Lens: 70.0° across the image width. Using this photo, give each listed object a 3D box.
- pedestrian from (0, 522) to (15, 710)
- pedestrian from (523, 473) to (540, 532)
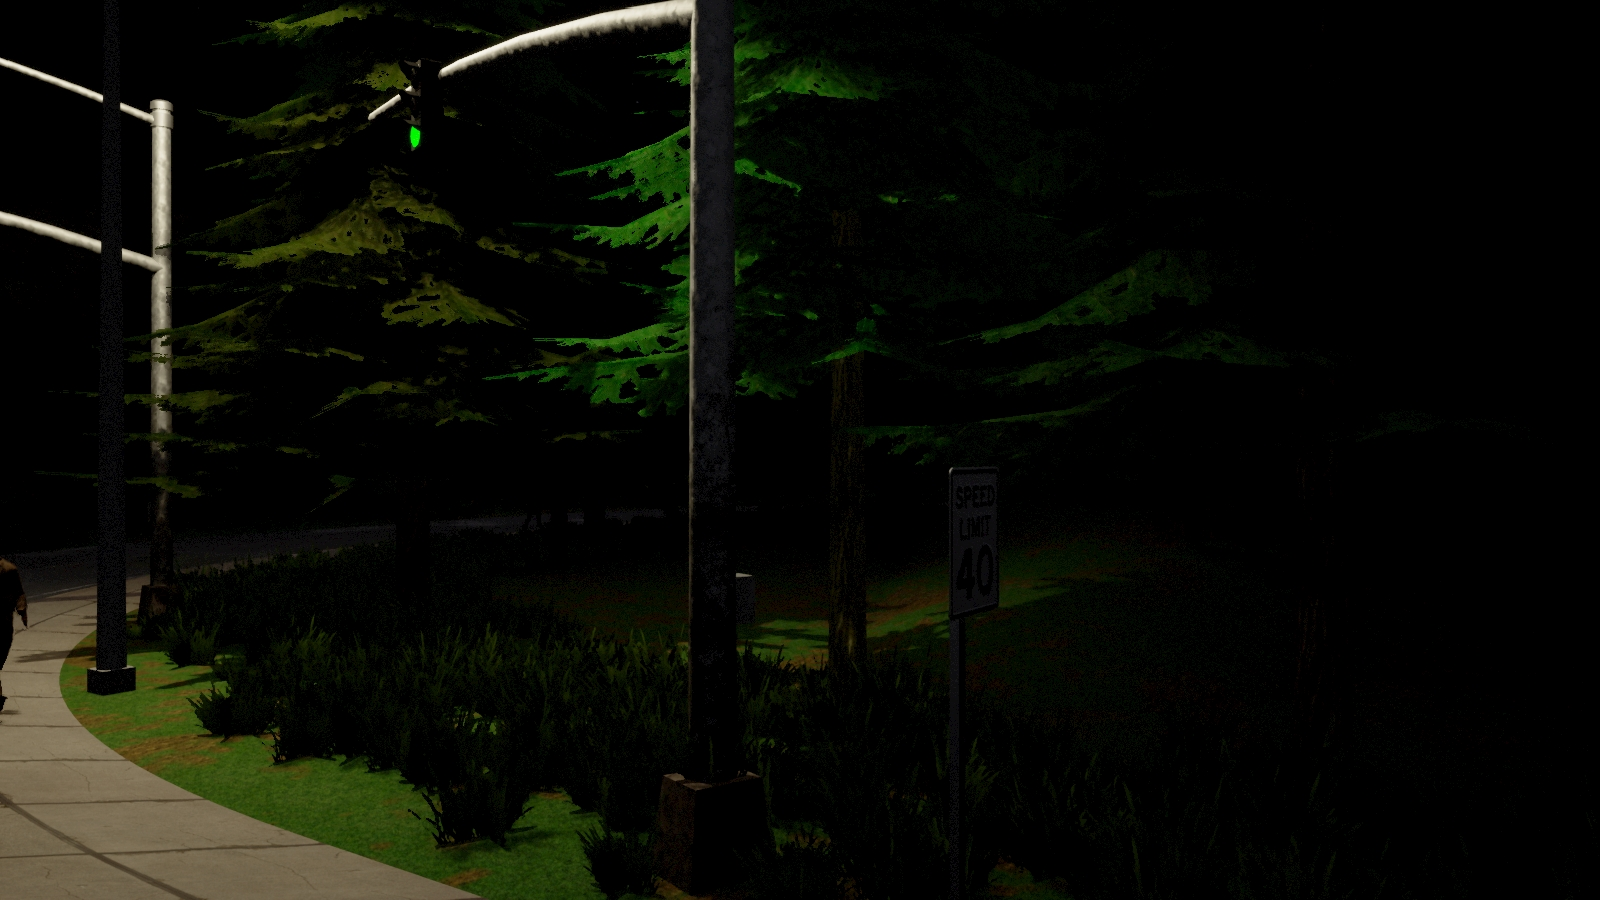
[{"bbox_3d":[-8.173,1.671,11.509,0.375,1.860,0.375,0,0,45],"label":"pedestrian"},{"bbox_3d":[-8.604,1.670,36.631,0.375,1.860,0.375,0,0,31],"label":"pedestrian"}]
